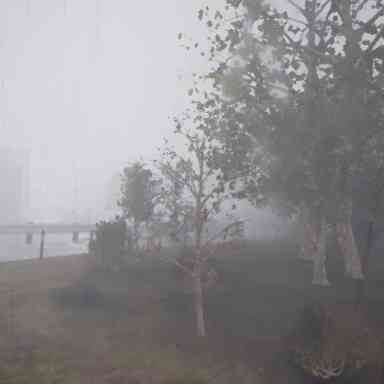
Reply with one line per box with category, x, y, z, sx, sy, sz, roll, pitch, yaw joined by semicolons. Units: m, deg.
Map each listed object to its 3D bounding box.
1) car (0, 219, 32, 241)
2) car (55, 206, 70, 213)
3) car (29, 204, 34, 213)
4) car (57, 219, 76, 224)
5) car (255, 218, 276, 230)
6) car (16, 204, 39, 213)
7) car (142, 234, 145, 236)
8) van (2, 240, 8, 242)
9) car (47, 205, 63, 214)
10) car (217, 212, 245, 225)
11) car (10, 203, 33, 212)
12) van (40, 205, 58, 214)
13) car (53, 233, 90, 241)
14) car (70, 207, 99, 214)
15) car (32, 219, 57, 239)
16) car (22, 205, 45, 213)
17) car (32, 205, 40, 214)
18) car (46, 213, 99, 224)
car;-20.702;4.148;35.778;5.566;2.045;2.435;0;0;17
car;-24.466;4.101;66.912;1.946;1.575;5.366;0;1;19
car;-33.933;3.823;74.199;2.185;1.767;4.553;0;1;19
car;-17.132;4.428;40.507;4.792;1.488;2.163;0;0;17
car;9.632;4.199;43.709;1.837;1.490;4.892;1;-3;-3
car;-38.588;3.744;78.011;2.185;1.767;4.553;1;1;19
car;-3.687;4.658;30.190;4.792;1.488;2.163;2;1;17
van;-10.892;4.406;20.511;4.442;1.987;1.878;2;1;17
car;-26.880;4.107;68.604;2.002;1.452;4.674;0;1;19
car;6.174;4.221;53.422;2.150;2.045;5.566;0;-1;-32
car;-40.930;3.706;79.888;2.185;1.767;4.553;1;1;19
van;-29.255;3.804;70.363;1.878;1.987;4.442;1;1;19
car;-7.384;4.377;25.358;5.566;2.045;2.435;2;1;17
car;-19.818;3.936;62.964;2.435;2.045;5.566;1;1;18
car;-18.915;4.148;38.137;5.566;2.045;2.435;0;0;17
car;-36.262;3.949;76.106;2.002;1.452;4.674;0;1;19
car;-31.563;3.988;72.358;2.097;1.535;5.008;1;1;19
car;-15.401;4.147;42.856;5.566;2.045;2.435;0;0;17
